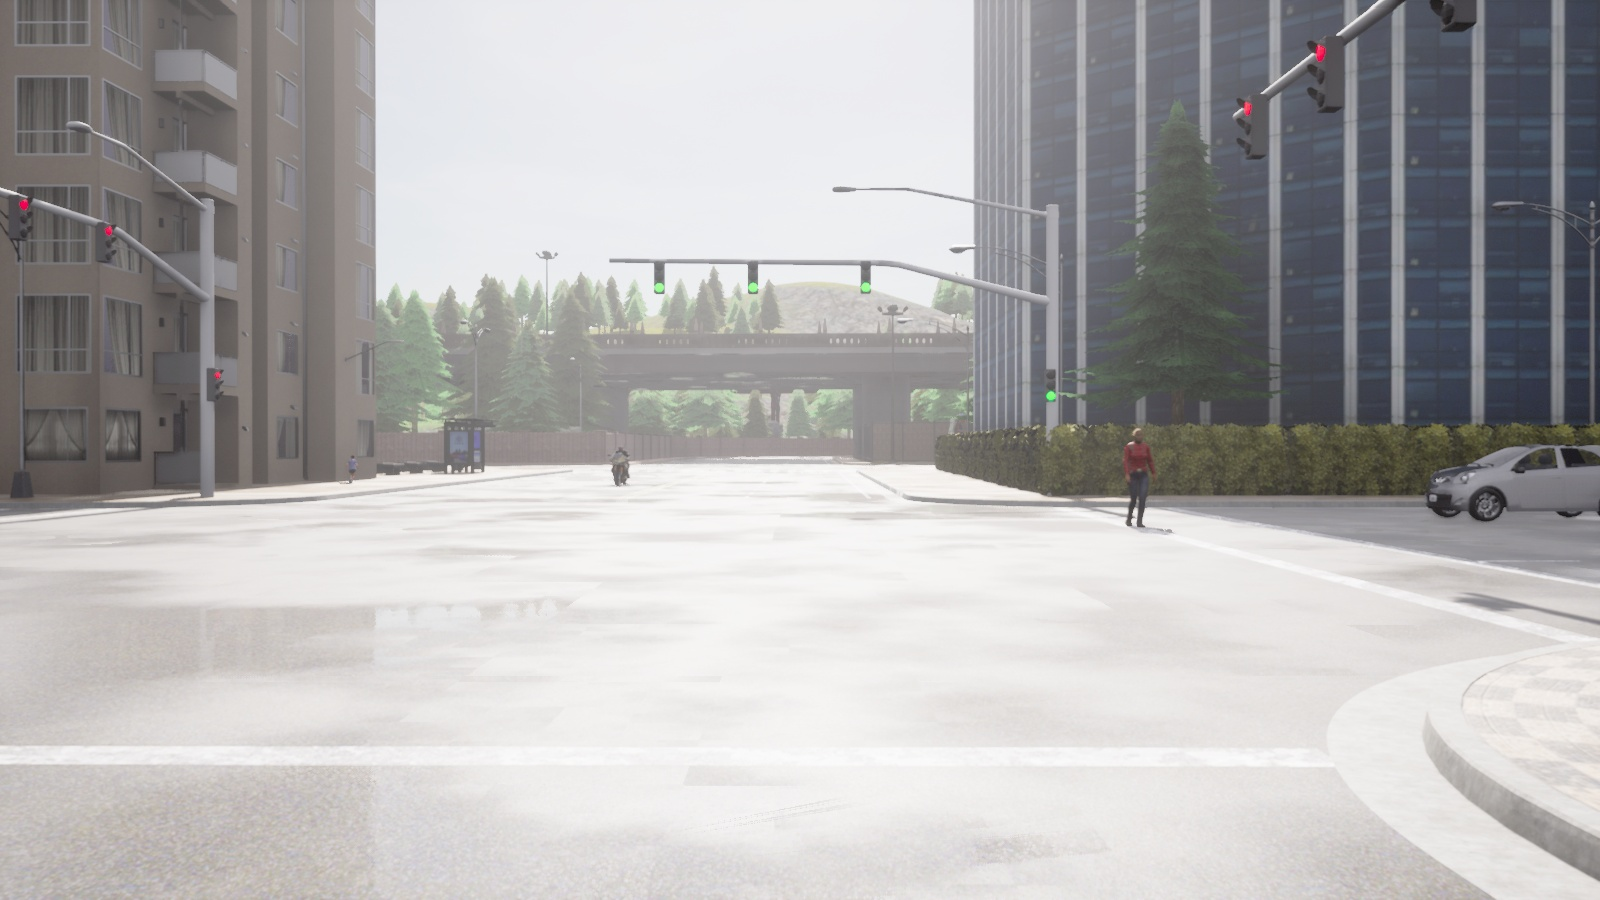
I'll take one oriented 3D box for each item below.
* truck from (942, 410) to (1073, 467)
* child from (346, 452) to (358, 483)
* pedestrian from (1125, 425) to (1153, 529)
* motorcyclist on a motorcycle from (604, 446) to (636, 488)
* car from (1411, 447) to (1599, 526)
[{"bbox_3d":[14.024,-0.754,85.317,8.468,3.827,2.891,0,0,0],"label":"truck"},{"bbox_3d":[-15.985,0.619,44.793,0.255,1.110,0.394,0,0,2],"label":"child"},{"bbox_3d":[6.067,0.472,22.492,0.331,1.846,0.636,0,0,1],"label":"pedestrian"},{"bbox_3d":[-6.723,0.615,47.027,0.866,1.530,2.191,0,0,0],"label":"motorcyclist on a motorcycle"},{"bbox_3d":[14.360,0.687,24.866,3.633,1.501,1.845,0,0,0],"label":"car"}]
